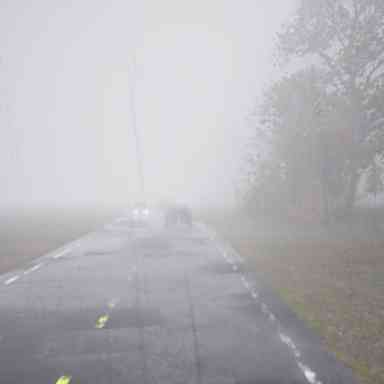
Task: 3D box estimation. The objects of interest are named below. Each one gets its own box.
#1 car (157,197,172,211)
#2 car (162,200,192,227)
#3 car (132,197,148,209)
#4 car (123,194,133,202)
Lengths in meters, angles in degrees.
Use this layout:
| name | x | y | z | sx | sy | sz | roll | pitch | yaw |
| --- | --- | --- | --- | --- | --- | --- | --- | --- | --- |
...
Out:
| name | x | y | z | sx | sy | sz | roll | pitch | yaw |
| --- | --- | --- | --- | --- | --- | --- | --- | --- | --- |
| car | -3.434 | 1.461 | 43.529 | 2.097 | 1.767 | 4.553 | 0 | 0 | -9 |
| car | -1.022 | 1.568 | 23.629 | 1.837 | 1.490 | 4.892 | 0 | 0 | -5 |
| car | -7.138 | 1.717 | 46.662 | 1.895 | 1.301 | 4.718 | 0 | 0 | -9 |
| car | -16.537 | 1.426 | 85.795 | 2.150 | 2.045 | 5.566 | 0 | 0 | -18 |
